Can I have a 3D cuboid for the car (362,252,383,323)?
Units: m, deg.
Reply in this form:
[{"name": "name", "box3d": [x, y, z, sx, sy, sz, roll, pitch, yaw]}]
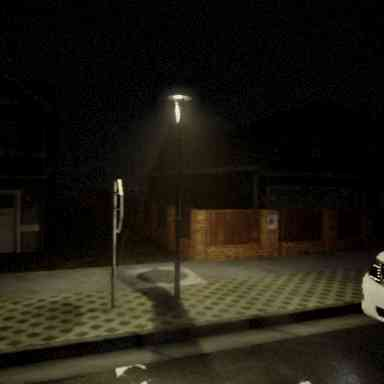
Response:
[{"name": "car", "box3d": [5.352, 1.214, 5.213, 5.566, 2.045, 2.150, 1, 1, -23]}]
